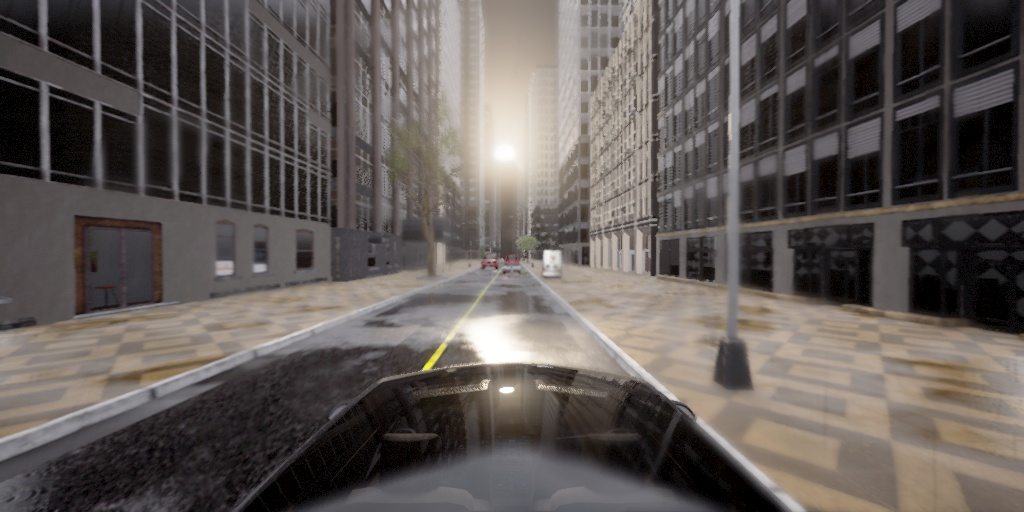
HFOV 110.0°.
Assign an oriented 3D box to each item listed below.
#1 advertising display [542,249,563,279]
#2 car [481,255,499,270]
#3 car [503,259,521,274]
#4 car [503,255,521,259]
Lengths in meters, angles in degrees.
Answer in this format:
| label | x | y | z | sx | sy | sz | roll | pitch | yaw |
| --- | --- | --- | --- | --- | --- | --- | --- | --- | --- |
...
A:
| label | x | y | z | sx | sy | sz | roll | pitch | yaw |
| --- | --- | --- | --- | --- | --- | --- | --- | --- | --- |
| advertising display | 3.132 | 0.695 | 27.965 | 1.540 | 2.440 | 0.280 | 0 | 0 | 0 |
| car | -3.040 | 0.839 | 49.975 | 2.150 | 2.045 | 5.566 | 0 | 0 | 1 |
| car | 0.007 | 1.245 | 38.323 | 1.895 | 1.301 | 4.718 | 0 | 0 | 0 |
| car | 0.001 | 0.842 | 49.329 | 2.150 | 2.045 | 5.566 | 0 | 0 | 0 |
